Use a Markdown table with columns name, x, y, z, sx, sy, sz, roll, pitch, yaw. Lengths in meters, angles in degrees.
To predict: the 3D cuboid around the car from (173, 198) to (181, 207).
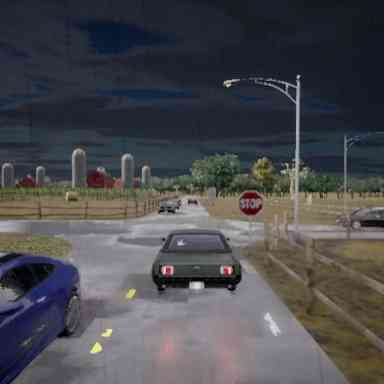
| name | x | y | z | sx | sy | sz | roll | pitch | yaw |
| --- | --- | --- | --- | --- | --- | --- | --- | --- | --- |
| car | -2.839 | 1.793 | 47.884 | 1.994 | 1.385 | 4.181 | 0 | 0 | 0 |

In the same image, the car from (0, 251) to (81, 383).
| name | x | y | z | sx | sy | sz | roll | pitch | yaw |
| --- | --- | --- | --- | --- | --- | --- | --- | --- | --- |
| car | -2.795 | 1.548 | 4.005 | 1.812 | 1.442 | 4.674 | 0 | 0 | 1 |

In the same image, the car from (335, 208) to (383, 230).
| name | x | y | z | sx | sy | sz | roll | pitch | yaw |
| --- | --- | --- | --- | --- | --- | --- | --- | --- | --- |
| car | 12.706 | 1.885 | 23.595 | 4.892 | 1.490 | 1.837 | 1 | 1 | 0 |

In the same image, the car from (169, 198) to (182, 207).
| name | x | y | z | sx | sy | sz | roll | pitch | yaw |
| --- | --- | --- | --- | --- | --- | --- | --- | --- | --- |
| car | -2.824 | 1.816 | 58.358 | 2.033 | 1.411 | 5.357 | 0 | 0 | 0 |

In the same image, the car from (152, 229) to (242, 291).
| name | x | y | z | sx | sy | sz | roll | pitch | yaw |
| --- | --- | --- | --- | --- | --- | --- | --- | --- | --- |
| car | 0.103 | 1.650 | 9.072 | 1.895 | 1.301 | 4.718 | 0 | 0 | 0 |

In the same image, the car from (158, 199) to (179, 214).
| name | x | y | z | sx | sy | sz | roll | pitch | yaw |
| --- | --- | --- | --- | --- | --- | --- | --- | --- | --- |
| car | -2.801 | 1.788 | 37.811 | 1.895 | 1.301 | 4.718 | 0 | 0 | -1 |

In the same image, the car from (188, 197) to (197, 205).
| name | x | y | z | sx | sy | sz | roll | pitch | yaw |
| --- | --- | --- | --- | --- | --- | --- | --- | --- | --- |
| car | 0.102 | 1.776 | 66.232 | 1.882 | 1.535 | 5.008 | 0 | 0 | 0 |

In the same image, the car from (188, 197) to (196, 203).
| name | x | y | z | sx | sy | sz | roll | pitch | yaw |
| --- | --- | --- | --- | --- | --- | --- | --- | --- | --- |
| car | 0.004 | 1.891 | 78.242 | 1.994 | 1.385 | 4.181 | 0 | 0 | 0 |
